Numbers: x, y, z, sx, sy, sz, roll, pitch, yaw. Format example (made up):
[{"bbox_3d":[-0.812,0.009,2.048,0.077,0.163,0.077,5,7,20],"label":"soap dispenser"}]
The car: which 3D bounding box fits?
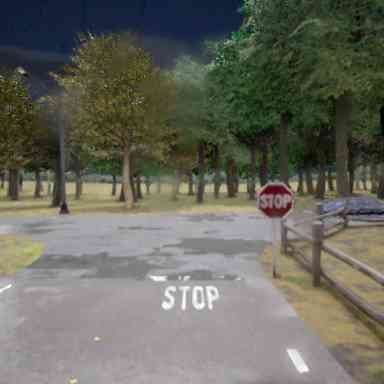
[{"bbox_3d":[10.765,0.932,21.464,5.357,1.411,2.033,-2,1,0],"label":"car"}]
